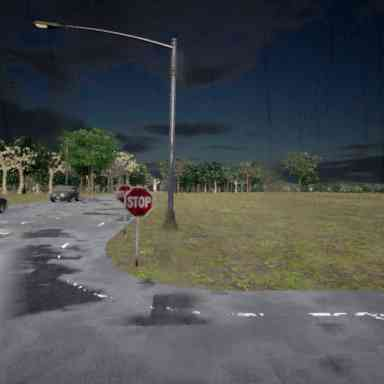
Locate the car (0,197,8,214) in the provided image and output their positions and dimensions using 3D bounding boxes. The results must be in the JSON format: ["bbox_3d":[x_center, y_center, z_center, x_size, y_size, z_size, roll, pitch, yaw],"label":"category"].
[{"bbox_3d":[-14.349,0.871,22.487,2.128,1.511,4.902,1,1,-4],"label":"car"}]

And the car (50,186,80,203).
[{"bbox_3d":[-15.469,0.258,40.805,2.150,2.045,5.566,1,1,-3],"label":"car"}]
